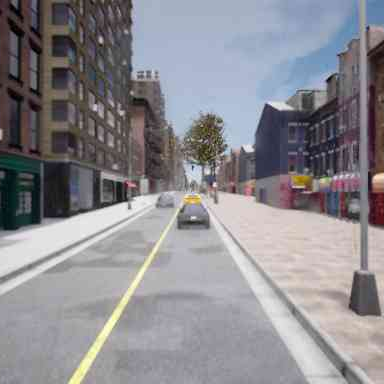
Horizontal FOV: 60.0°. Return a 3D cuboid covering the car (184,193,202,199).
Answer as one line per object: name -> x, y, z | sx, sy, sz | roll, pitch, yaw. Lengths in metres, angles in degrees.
car -> 0.088, 0.890, 38.305 | 1.882, 1.535, 5.008 | 0, 1, 0

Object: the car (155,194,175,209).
car -> -2.836, 1.000, 35.727 | 1.812, 1.442, 4.674 | 0, 1, 0

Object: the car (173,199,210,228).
car -> 0.093, 1.376, 20.665 | 1.994, 1.385, 4.181 | 0, 1, 0
